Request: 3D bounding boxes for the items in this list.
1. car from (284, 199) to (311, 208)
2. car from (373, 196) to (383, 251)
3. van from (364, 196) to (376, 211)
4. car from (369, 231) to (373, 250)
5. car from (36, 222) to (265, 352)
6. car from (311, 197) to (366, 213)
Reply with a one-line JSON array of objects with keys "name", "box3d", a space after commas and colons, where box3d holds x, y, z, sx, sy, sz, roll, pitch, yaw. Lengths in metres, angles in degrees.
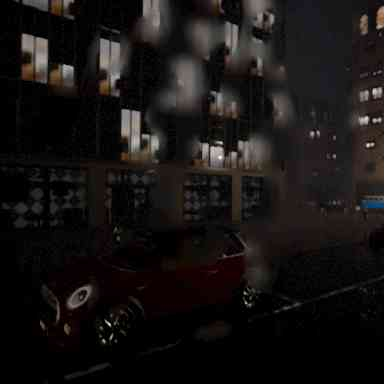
[{"name": "car", "box3d": [15.762, 1.647, 48.896, 1.752, 1.417, 4.829, 0, -1, -35]}, {"name": "car", "box3d": [7.160, 1.189, 8.439, 5.566, 2.045, 2.150, 0, 0, -35]}, {"name": "van", "box3d": [22.192, 1.386, 39.643, 1.690, 1.788, 3.998, 0, -1, -35]}, {"name": "car", "box3d": [8.468, 1.519, 12.588, 4.313, 1.339, 1.947, 0, 1, -35]}, {"name": "car", "box3d": [-0.608, 1.431, 6.111, 4.097, 1.590, 1.967, 0, 1, -35]}, {"name": "car", "box3d": [15.306, 1.509, 34.863, 2.008, 1.369, 4.403, 0, -1, -35]}]
